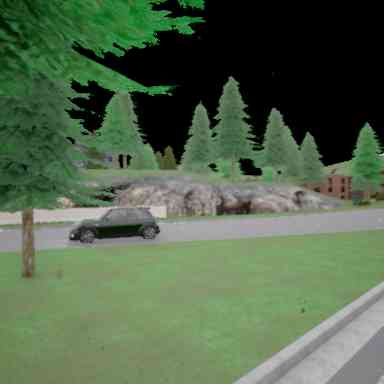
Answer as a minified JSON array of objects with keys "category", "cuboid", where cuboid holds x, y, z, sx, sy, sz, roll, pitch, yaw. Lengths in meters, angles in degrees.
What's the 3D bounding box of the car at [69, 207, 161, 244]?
[{"category":"car","cuboid":[-4.011,1.617,17.382,4.553,1.767,2.097,-1,-1,-17]}]
